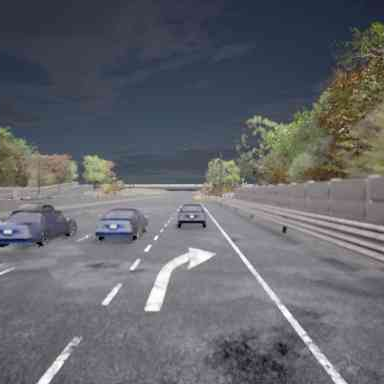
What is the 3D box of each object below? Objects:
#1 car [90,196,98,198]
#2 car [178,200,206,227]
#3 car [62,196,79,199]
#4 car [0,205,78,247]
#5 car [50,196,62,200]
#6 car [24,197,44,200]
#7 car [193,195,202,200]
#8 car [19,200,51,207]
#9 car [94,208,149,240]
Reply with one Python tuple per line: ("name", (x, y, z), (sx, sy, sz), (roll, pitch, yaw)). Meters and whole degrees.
("car", (-21.013, 1.539, 71.373), (1.895, 1.301, 4.718), (0, 0, 0))
("car", (-0.004, 1.542, 22.812), (2.033, 1.411, 5.357), (0, 0, 0))
("car", (-24.513, 1.514, 68.561), (1.837, 1.490, 4.892), (0, 0, 0))
("car", (-6.901, 1.541, 14.984), (2.033, 1.411, 5.357), (0, 0, 0))
("car", (-28.013, 1.597, 69.352), (1.994, 1.385, 4.181), (0, 0, 0))
("car", (-31.512, 1.645, 66.310), (1.895, 1.301, 4.718), (0, 0, 0))
("car", (1.612, 1.680, 95.437), (1.882, 1.535, 5.008), (0, -1, 11))
("car", (-10.402, 1.499, 22.624), (1.837, 1.490, 4.892), (0, 0, 0))
("car", (-3.405, 1.541, 16.913), (2.033, 1.411, 5.357), (0, 0, 0))
